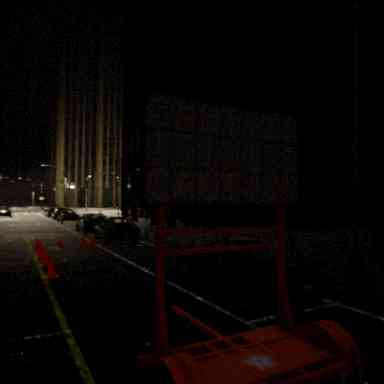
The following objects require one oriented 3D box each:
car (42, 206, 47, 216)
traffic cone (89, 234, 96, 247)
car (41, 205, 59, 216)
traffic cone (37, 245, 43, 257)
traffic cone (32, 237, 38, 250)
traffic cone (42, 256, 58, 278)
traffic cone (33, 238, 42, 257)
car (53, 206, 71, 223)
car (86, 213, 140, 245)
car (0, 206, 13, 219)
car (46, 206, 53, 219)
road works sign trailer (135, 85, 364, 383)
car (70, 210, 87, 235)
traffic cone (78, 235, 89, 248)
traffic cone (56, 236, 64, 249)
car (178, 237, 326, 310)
[{"bbox_3d":[-17.814,2.455,43.080,1.967,1.590,4.097,1,-2,-29],"label":"car"},{"bbox_3d":[-4.921,2.371,16.370,0.340,0.580,0.340,1,-2,-1],"label":"traffic cone"},{"bbox_3d":[-20.531,2.672,48.020,2.008,1.369,4.403,1,-2,-29],"label":"car"},{"bbox_3d":[-5.103,2.236,11.554,0.340,0.580,0.340,1,-2,-29],"label":"traffic cone"},{"bbox_3d":[-7.029,2.314,15.058,0.340,0.580,0.340,1,-2,-29],"label":"traffic cone"},{"bbox_3d":[-4.139,2.197,9.801,0.340,0.580,0.340,1,-2,-29],"label":"traffic cone"},{"bbox_3d":[-6.066,2.275,13.306,0.340,0.580,0.340,1,-2,-29],"label":"traffic cone"},{"bbox_3d":[-12.463,2.331,33.341,1.752,1.417,4.829,1,-2,-29],"label":"car"},{"bbox_3d":[-4.233,2.028,18.364,2.008,1.369,4.403,1,-2,-29],"label":"car"},{"bbox_3d":[-22.834,2.435,40.255,2.033,1.411,5.357,1,-2,-29],"label":"car"},{"bbox_3d":[-15.098,2.460,38.134,2.008,1.369,4.403,1,-2,-29],"label":"car"},{"bbox_3d":[0.364,0.597,4.322,2.380,3.560,2.880,1,-2,-29],"label":"road works sign trailer"},{"bbox_3d":[-6.949,2.152,23.306,1.947,1.339,4.313,1,-2,-29],"label":"car"},{"bbox_3d":[-5.276,2.358,16.021,0.340,0.580,0.340,1,-2,-29],"label":"traffic cone"},{"bbox_3d":[-6.153,2.336,15.540,0.340,0.580,0.340,1,-2,-29],"label":"traffic cone"},{"bbox_3d":[1.200,1.801,8.480,1.887,1.381,4.507,1,-2,-29],"label":"car"}]
